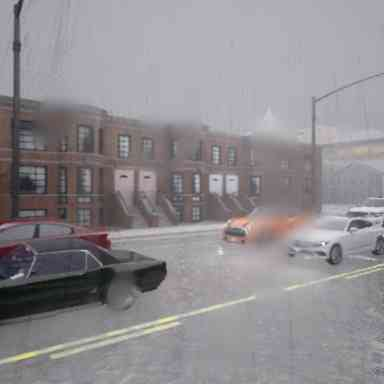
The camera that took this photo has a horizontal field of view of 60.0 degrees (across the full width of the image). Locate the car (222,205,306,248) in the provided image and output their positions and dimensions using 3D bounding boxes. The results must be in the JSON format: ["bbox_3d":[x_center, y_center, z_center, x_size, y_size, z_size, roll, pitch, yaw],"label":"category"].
[{"bbox_3d":[3.546,1.403,15.109,4.553,1.767,2.097,0,0,-36],"label":"car"}]

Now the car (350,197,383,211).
[{"bbox_3d":[12.147,1.319,21.232,5.566,2.045,2.150,0,0,-36],"label":"car"}]

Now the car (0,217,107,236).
[{"bbox_3d":[-4.740,1.483,9.206,5.008,1.535,1.882,0,0,-36],"label":"car"}]

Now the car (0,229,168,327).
[{"bbox_3d":[-2.908,1.606,6.211,4.718,1.301,1.895,0,0,-36],"label":"car"}]

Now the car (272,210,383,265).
[{"bbox_3d":[5.259,1.575,12.026,4.674,1.442,1.812,0,0,-36],"label":"car"}]
